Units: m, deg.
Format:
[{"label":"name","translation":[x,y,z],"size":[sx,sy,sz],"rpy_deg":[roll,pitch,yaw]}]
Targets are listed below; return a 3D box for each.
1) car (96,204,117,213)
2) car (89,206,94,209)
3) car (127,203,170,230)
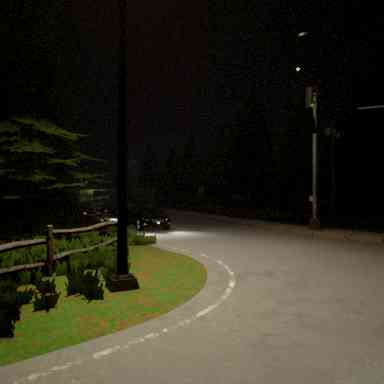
[{"label":"car","translation":[-7.047,1.537,29.766],"size":[1.994,1.385,4.181],"rpy_deg":[0,0,-24]},{"label":"car","translation":[-11.224,1.499,39.098],"size":[1.812,1.442,4.674],"rpy_deg":[0,0,-24]},{"label":"car","translation":[-2.892,1.478,20.722],"size":[1.837,1.490,4.892],"rpy_deg":[0,0,-25]}]
